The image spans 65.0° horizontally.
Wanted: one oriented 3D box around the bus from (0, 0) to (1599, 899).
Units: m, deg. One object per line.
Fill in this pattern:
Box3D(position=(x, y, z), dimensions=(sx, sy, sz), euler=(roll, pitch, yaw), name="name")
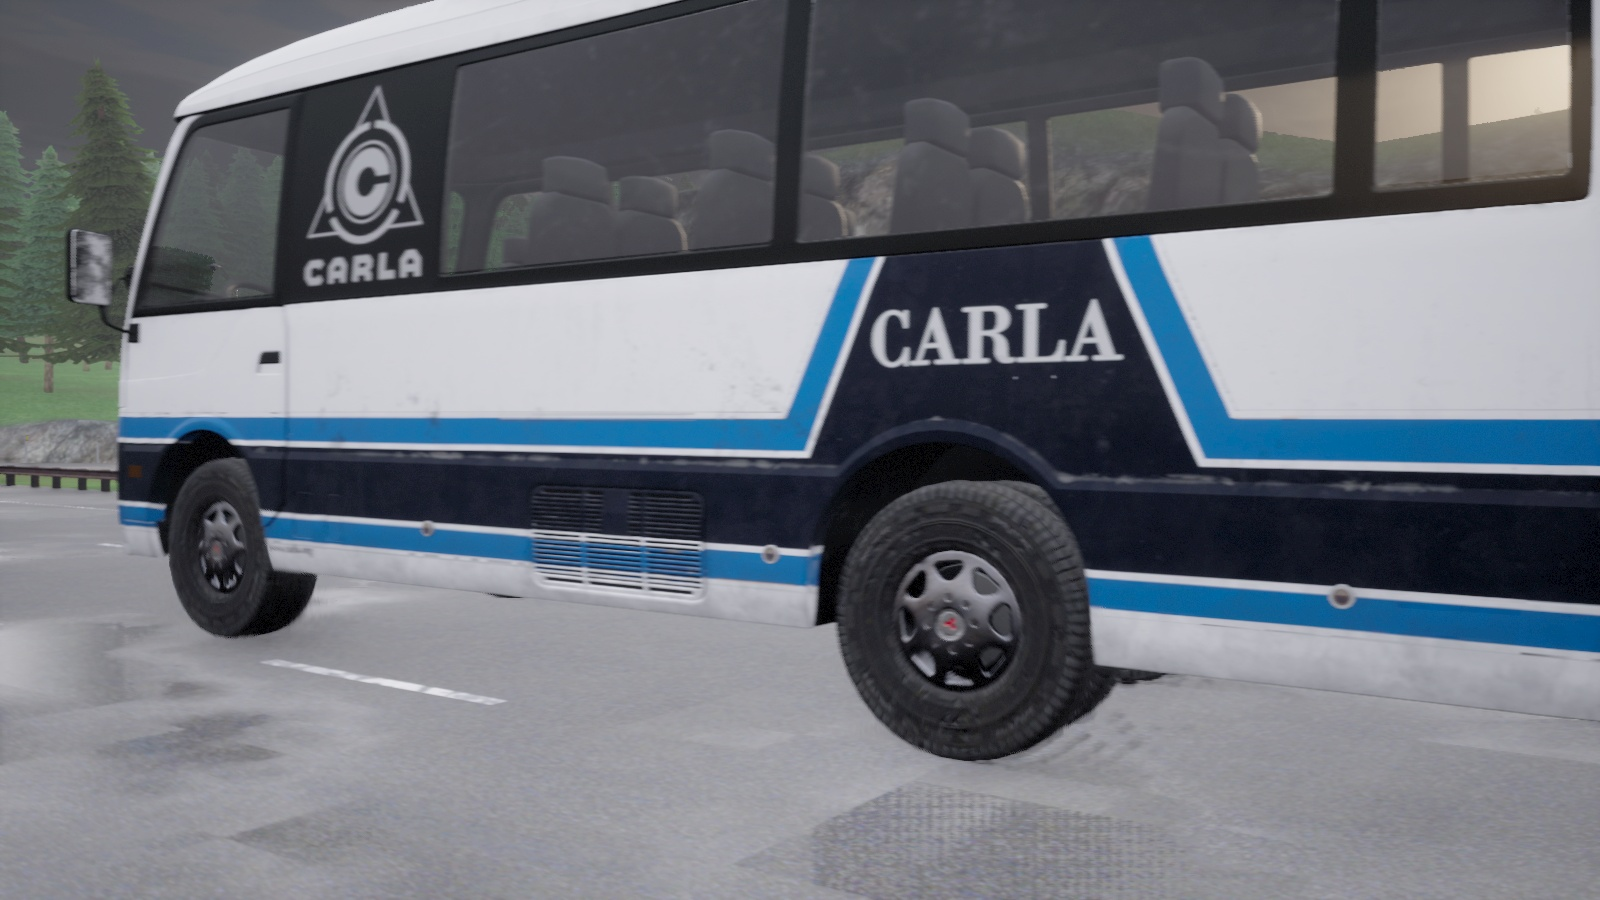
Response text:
Box3D(position=(-0.822, -0.752, 8.344), dimensions=(10.273, 4.253, 3.944), euler=(0, 1, 34), name="bus")
